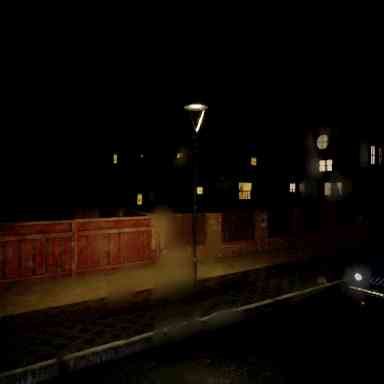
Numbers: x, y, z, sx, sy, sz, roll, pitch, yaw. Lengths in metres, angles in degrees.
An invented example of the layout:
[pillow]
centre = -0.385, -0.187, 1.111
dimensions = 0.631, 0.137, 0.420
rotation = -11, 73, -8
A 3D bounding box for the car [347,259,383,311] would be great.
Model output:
[car]
centre = 5.132, 1.602, 6.599
dimensions = 4.718, 1.301, 1.895
rotation = 0, 0, -35
